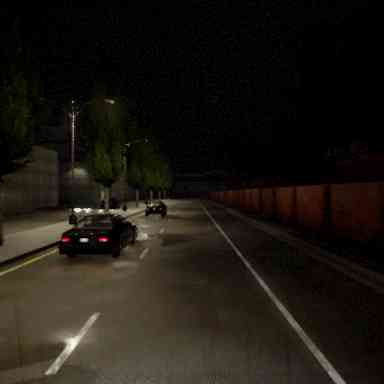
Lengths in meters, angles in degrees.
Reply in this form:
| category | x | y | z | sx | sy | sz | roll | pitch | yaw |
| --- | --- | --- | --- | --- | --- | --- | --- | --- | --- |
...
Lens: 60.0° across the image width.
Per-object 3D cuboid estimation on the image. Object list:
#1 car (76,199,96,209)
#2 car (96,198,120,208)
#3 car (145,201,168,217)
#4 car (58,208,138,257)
| category | x | y | z | sx | sy | sz | roll | pitch | yaw |
| --- | --- | --- | --- | --- | --- | --- | --- | --- | --- |
| car | -15.093 | 1.678 | 47.913 | 1.994 | 1.385 | 4.181 | 0 | 0 | 0 |
| car | -11.601 | 1.588 | 47.133 | 1.882 | 1.535 | 5.008 | 0 | 0 | 0 |
| car | -3.450 | 1.623 | 32.777 | 2.033 | 1.411 | 5.357 | 0 | 0 | 0 |
| car | -3.418 | 1.578 | 13.032 | 2.033 | 1.411 | 5.357 | 0 | 0 | 0 |
